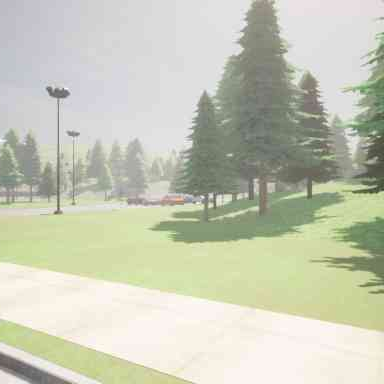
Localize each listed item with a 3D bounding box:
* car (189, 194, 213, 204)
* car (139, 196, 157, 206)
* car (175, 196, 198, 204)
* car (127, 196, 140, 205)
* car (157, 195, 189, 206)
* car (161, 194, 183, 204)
[{"bbox_3d":[2.042,1.223,63.432,2.150,2.045,5.566,0,0,31],"label":"car"},{"bbox_3d":[-6.276,1.602,56.367,1.895,1.301,4.718,0,0,32],"label":"car"},{"bbox_3d":[-0.966,1.549,65.221,2.033,1.411,5.357,0,0,31],"label":"car"},{"bbox_3d":[-9.297,1.493,58.140,2.128,1.511,4.902,0,0,32],"label":"car"},{"bbox_3d":[-3.071,1.353,54.896,2.097,1.767,4.553,0,0,32],"label":"car"},{"bbox_3d":[-3.974,1.354,67.011,2.097,1.767,4.553,0,0,31],"label":"car"}]
